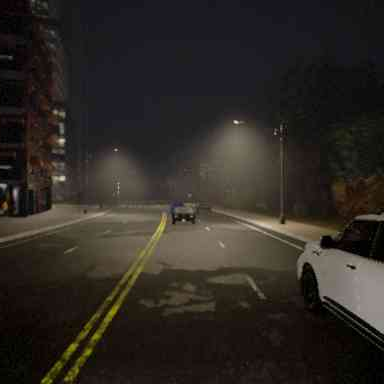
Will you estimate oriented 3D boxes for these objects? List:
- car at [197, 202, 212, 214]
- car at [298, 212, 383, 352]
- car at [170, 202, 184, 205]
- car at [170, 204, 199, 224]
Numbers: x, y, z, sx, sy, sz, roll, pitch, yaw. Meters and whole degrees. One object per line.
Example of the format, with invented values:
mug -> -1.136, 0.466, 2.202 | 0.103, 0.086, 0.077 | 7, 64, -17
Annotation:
car -> 1.435, 2.013, 43.011 | 2.128, 1.511, 4.902 | 0, -1, -5
car -> 3.329, 1.276, 4.689 | 2.150, 2.045, 5.566 | 0, -1, -1
car -> -1.893, 2.014, 43.839 | 1.882, 1.535, 5.008 | 0, -1, -5
car -> -0.739, 1.950, 28.101 | 1.895, 1.301, 4.718 | 0, -1, -3
